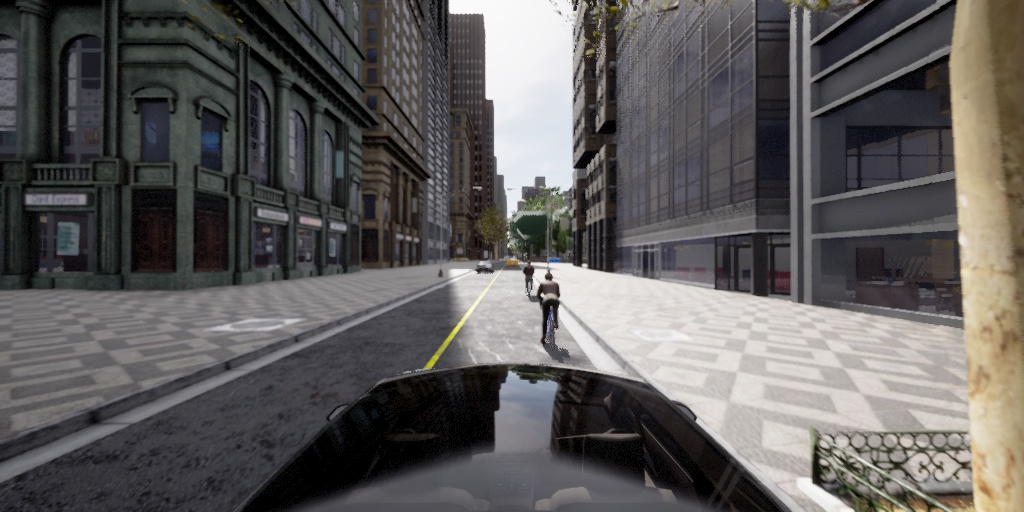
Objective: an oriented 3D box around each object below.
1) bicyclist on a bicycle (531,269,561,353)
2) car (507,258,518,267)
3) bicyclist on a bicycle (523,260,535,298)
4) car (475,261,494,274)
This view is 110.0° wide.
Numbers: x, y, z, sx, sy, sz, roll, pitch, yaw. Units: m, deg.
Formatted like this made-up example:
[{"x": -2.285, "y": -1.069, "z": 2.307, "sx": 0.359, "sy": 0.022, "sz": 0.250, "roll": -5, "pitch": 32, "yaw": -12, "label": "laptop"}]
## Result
[{"x": 0.826, "y": 1.193, "z": 7.911, "sx": 0.582, "sy": 1.620, "sz": 1.656, "roll": 0, "pitch": 0, "yaw": 0, "label": "bicyclist on a bicycle"}, {"x": 0.119, "y": 1.176, "z": 63.510, "sx": 1.882, "sy": 1.535, "sz": 5.008, "roll": 0, "pitch": -1, "yaw": 0, "label": "car"}, {"x": 0.828, "y": 1.098, "z": 17.523, "sx": 0.659, "sy": 1.776, "sz": 1.843, "roll": 0, "pitch": 0, "yaw": 0, "label": "bicyclist on a bicycle"}, {"x": -3.084, "y": 1.252, "z": 41.474, "sx": 2.033, "sy": 1.411, "sz": 5.357, "roll": 0, "pitch": 0, "yaw": 0, "label": "car"}]
